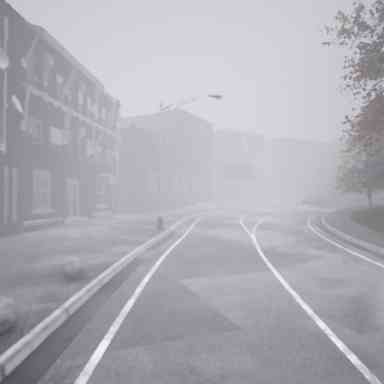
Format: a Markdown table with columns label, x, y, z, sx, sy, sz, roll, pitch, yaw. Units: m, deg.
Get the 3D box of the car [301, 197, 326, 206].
| label | x | y | z | sx | sy | sz | roll | pitch | yaw |
| --- | --- | --- | --- | --- | --- | --- | --- | --- | --- |
| car | 18.796 | 1.445 | 51.594 | 4.181 | 1.385 | 1.994 | -1 | 0 | -34 |
